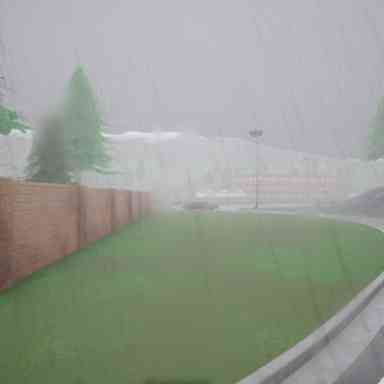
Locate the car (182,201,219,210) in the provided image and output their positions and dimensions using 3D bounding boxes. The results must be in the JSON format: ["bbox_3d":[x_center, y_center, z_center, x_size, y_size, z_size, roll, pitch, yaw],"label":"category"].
[{"bbox_3d":[1.274,1.987,49.095,5.357,1.411,2.033,0,-1,18],"label":"car"}]
